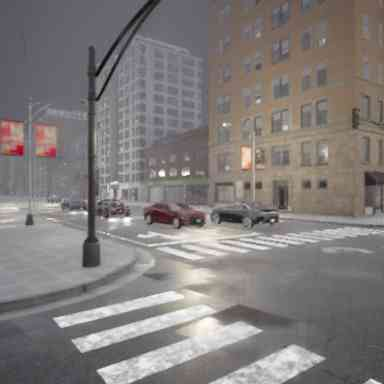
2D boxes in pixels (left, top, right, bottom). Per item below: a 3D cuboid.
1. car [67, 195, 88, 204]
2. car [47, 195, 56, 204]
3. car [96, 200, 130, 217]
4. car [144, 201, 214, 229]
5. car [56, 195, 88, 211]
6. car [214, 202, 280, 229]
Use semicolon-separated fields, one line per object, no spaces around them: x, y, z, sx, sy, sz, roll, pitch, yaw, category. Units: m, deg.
-20.183;1.306;58.312;2.033;1.411;5.357;0;0;-36;car
-23.820;1.243;57.802;2.128;1.511;4.902;0;0;-36;car
-6.918;1.370;28.485;1.994;1.385;4.181;0;0;-36;car
-1.132;1.323;20.467;1.882;1.535;5.008;0;0;-37;car
-13.158;1.324;37.137;2.033;1.411;5.357;0;0;-36;car
3.098;1.352;20.428;2.128;1.511;4.902;0;0;-35;car
